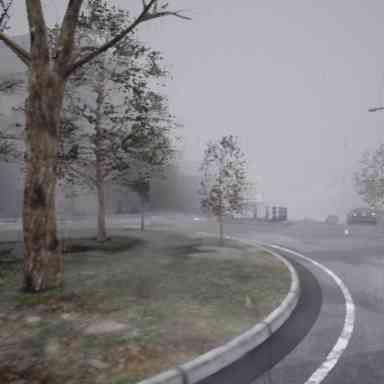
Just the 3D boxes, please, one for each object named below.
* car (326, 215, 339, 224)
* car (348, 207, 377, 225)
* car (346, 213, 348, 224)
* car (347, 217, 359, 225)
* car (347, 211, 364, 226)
[{"bbox_3d":[22.648,4.428,53.542,2.128,1.511,4.902,0,-5,25],"label":"car"},{"bbox_3d":[17.001,2.388,33.031,2.097,1.767,4.553,0,-5,25],"label":"car"},{"bbox_3d":[21.413,3.248,42.924,2.150,2.045,5.566,0,-5,25],"label":"car"},{"bbox_3d":[29.810,5.413,61.666,1.812,1.442,4.674,0,-5,24],"label":"car"},{"bbox_3d":[25.569,4.180,52.227,2.150,2.045,5.566,0,-5,24],"label":"car"}]
